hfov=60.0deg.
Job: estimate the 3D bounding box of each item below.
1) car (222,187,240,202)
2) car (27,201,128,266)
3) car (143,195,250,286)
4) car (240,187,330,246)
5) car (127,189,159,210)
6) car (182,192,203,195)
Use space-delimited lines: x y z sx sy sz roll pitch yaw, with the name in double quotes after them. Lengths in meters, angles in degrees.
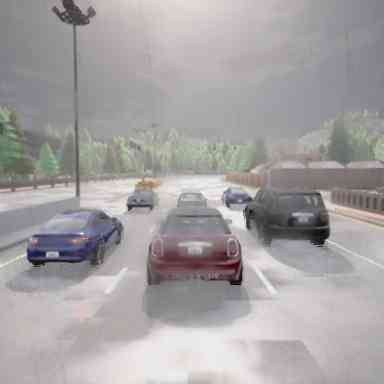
3.466 0.335 26.399 1.812 1.442 4.674 0 4 0 "car"
-3.451 1.261 10.490 1.812 1.442 4.674 0 3 0 "car"
0.059 1.150 9.043 2.097 1.767 4.553 0 2 0 "car"
3.538 0.807 13.297 2.150 2.045 5.566 0 4 0 "car"
-3.521 0.478 24.372 2.033 1.411 5.357 0 3 0 "car"
-0.001 0.713 20.409 2.033 1.411 5.357 0 3 0 "car"
